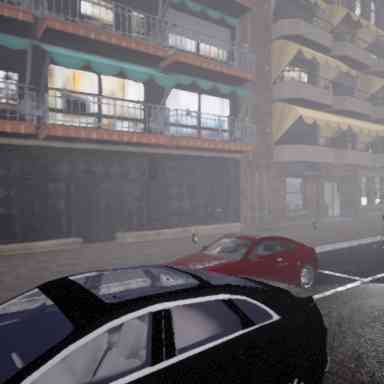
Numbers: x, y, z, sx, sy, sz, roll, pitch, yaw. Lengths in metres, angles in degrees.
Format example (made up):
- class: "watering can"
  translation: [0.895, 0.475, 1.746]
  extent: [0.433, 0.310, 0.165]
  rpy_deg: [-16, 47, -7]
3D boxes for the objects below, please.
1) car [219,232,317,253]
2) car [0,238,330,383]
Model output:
- class: "car"
  translation: [1.205, 1.589, 7.493]
  extent: [4.206, 1.307, 1.802]
  rpy_deg: [0, -1, -37]
- class: "car"
  translation: [-0.812, 1.502, 2.766]
  extent: [4.902, 1.511, 2.128]
  rpy_deg: [0, 0, -37]
